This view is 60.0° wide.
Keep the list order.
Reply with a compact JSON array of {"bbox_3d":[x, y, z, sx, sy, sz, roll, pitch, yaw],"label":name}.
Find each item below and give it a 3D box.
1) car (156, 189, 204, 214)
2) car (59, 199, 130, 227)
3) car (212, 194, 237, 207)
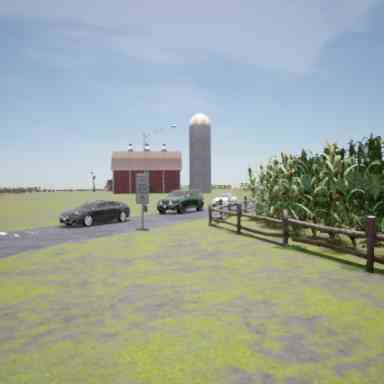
[{"bbox_3d":[-0.891,0.801,29.456,2.150,2.045,5.566,-1,1,29],"label":"car"},{"bbox_3d":[-5.966,1.256,20.892,1.837,1.490,4.892,-1,1,32],"label":"car"},{"bbox_3d":[3.876,0.927,38.573,1.812,1.442,4.674,-1,1,26],"label":"car"}]
